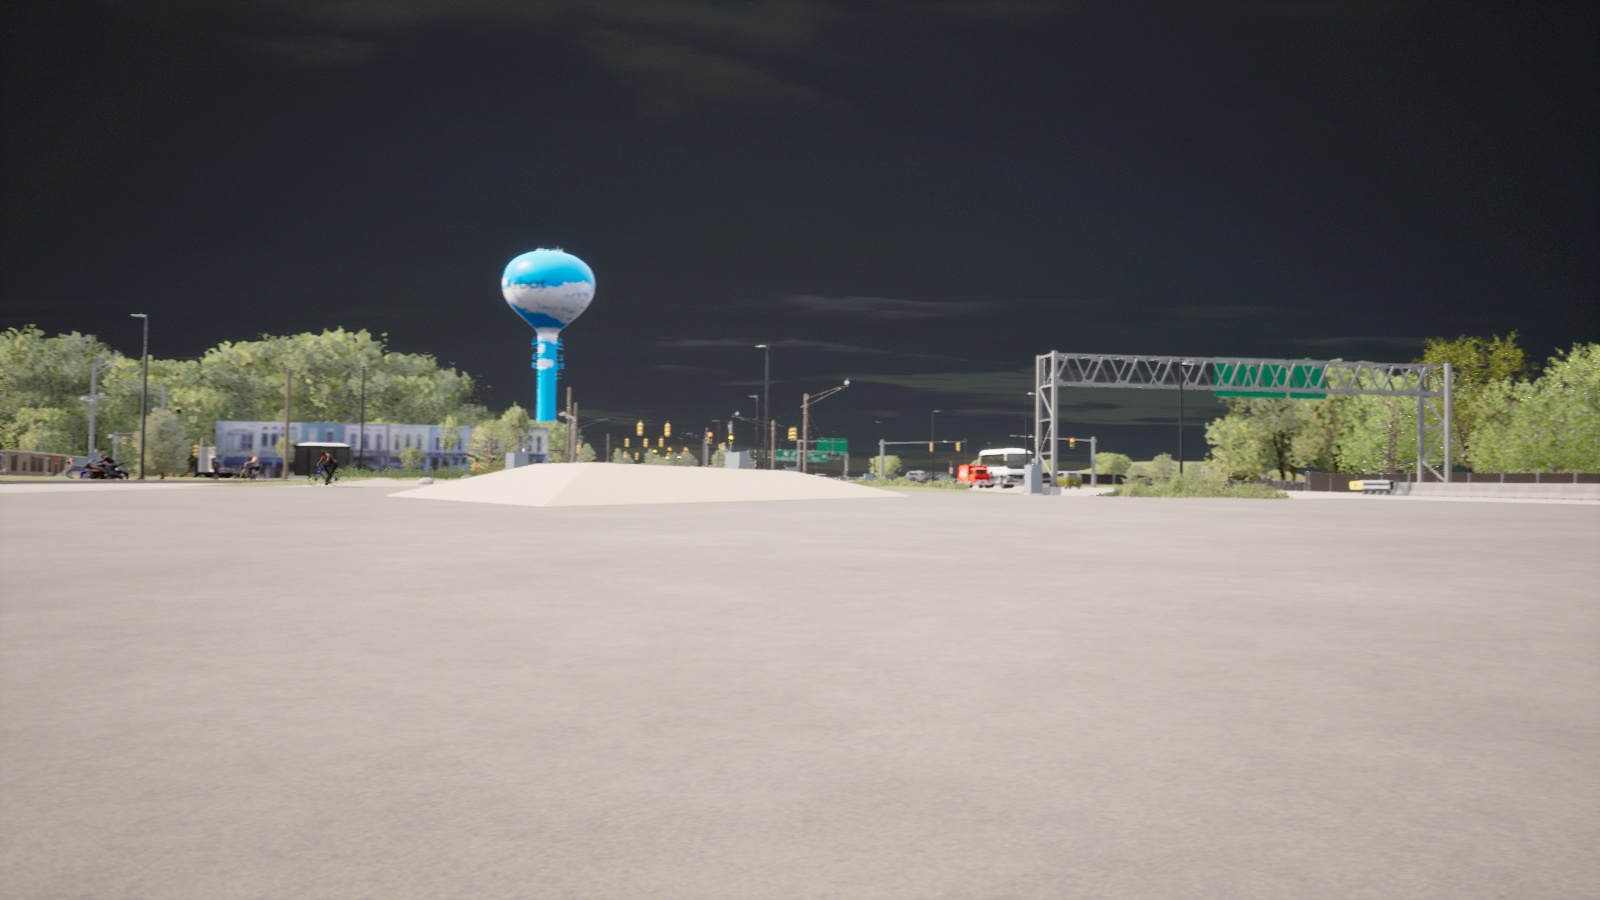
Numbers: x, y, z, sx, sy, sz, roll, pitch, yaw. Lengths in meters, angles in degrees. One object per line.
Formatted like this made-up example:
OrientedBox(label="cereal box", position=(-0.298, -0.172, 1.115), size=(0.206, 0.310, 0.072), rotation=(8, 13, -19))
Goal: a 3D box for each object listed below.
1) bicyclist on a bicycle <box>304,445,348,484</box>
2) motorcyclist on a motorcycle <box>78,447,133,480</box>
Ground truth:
OrientedBox(label="bicyclist on a bicycle", position=(-20.102, 0.630, 53.298), size=(0.582, 1.620, 1.656), rotation=(1, 0, 38))
OrientedBox(label="motorcyclist on a motorcycle", position=(-34.505, 0.683, 62.420), size=(2.191, 1.530, 0.866), rotation=(1, -3, -17))
